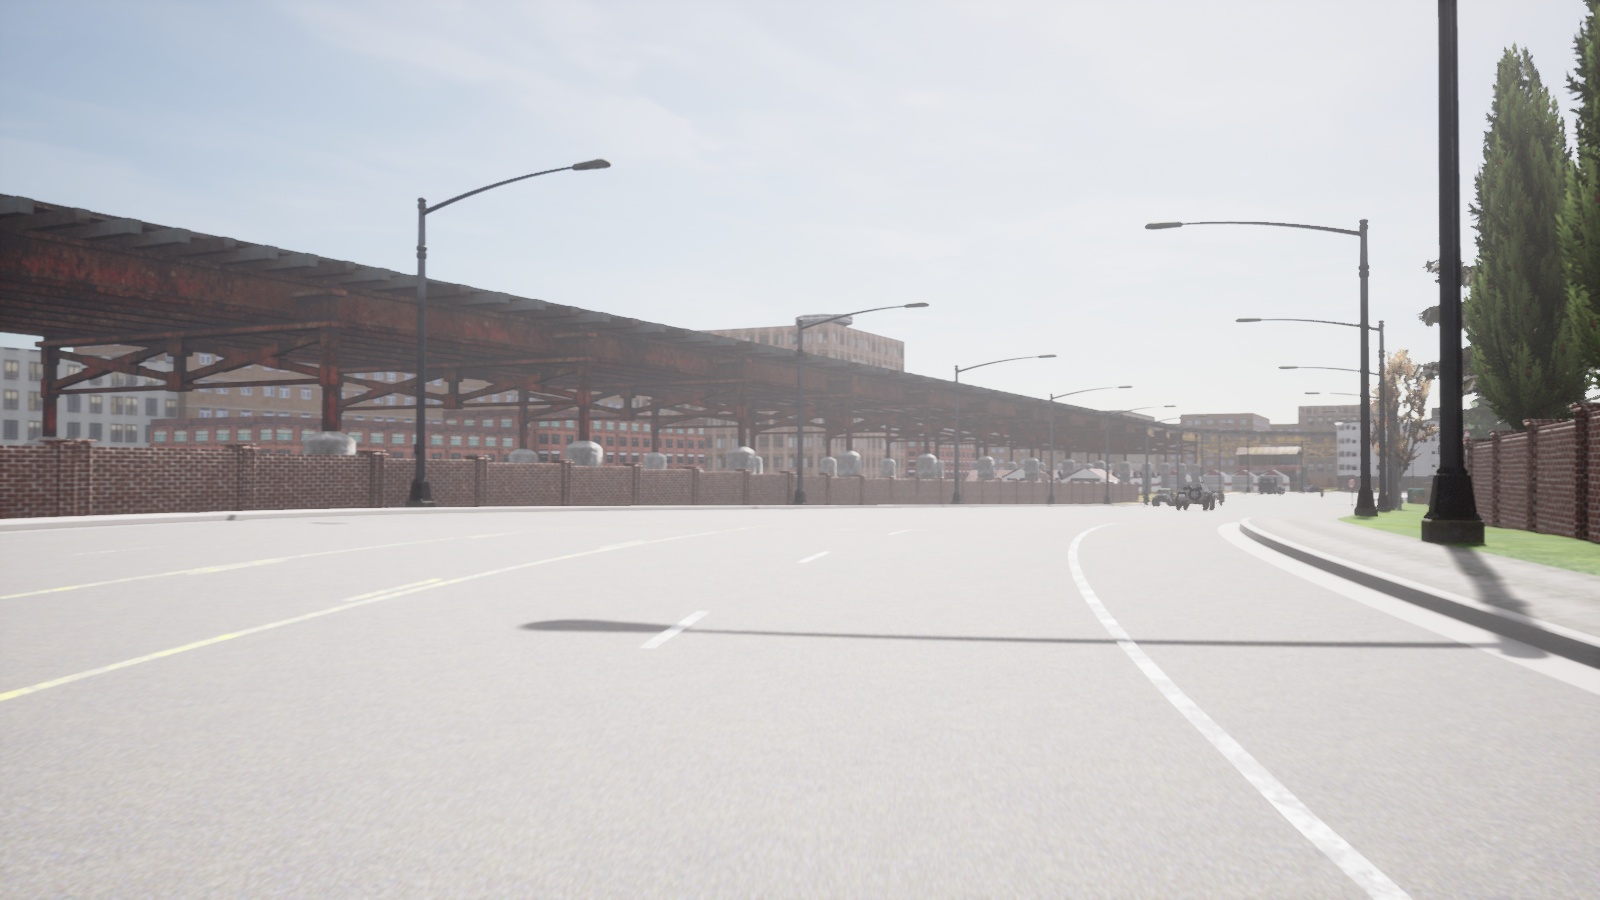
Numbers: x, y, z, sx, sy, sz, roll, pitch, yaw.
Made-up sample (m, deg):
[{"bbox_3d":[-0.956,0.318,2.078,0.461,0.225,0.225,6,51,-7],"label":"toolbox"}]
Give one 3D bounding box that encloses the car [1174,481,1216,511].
[{"bbox_3d":[25.254,2.980,80.184,1.932,1.855,4.605,0,-3,26],"label":"car"}]
